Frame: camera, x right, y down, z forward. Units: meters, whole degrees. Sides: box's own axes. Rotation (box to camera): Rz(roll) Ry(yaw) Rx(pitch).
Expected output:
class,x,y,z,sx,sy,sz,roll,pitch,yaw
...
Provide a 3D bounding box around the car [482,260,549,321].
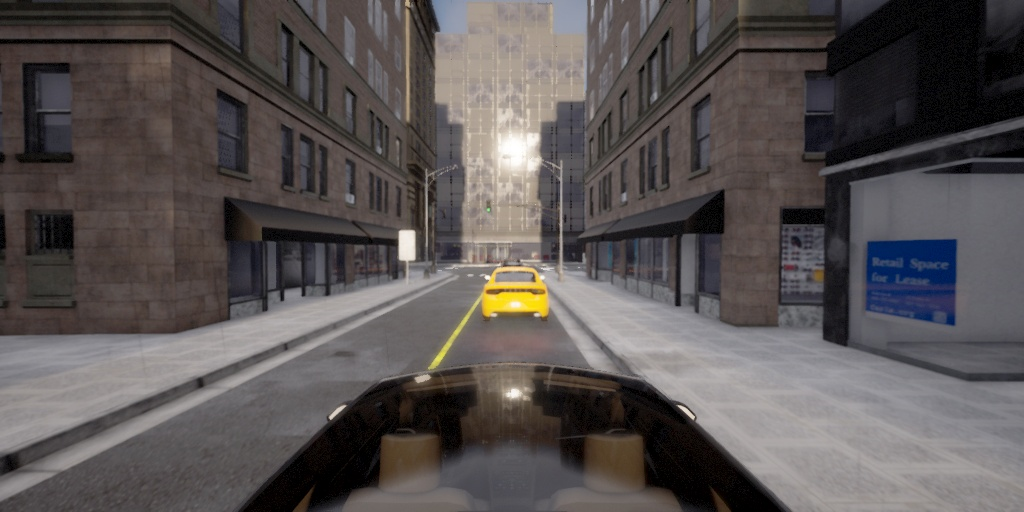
class,x,y,z,sx,sy,sz,roll,pitch,yaw
car,0.101,1.090,11.896,1.882,1.535,5.008,0,1,0
